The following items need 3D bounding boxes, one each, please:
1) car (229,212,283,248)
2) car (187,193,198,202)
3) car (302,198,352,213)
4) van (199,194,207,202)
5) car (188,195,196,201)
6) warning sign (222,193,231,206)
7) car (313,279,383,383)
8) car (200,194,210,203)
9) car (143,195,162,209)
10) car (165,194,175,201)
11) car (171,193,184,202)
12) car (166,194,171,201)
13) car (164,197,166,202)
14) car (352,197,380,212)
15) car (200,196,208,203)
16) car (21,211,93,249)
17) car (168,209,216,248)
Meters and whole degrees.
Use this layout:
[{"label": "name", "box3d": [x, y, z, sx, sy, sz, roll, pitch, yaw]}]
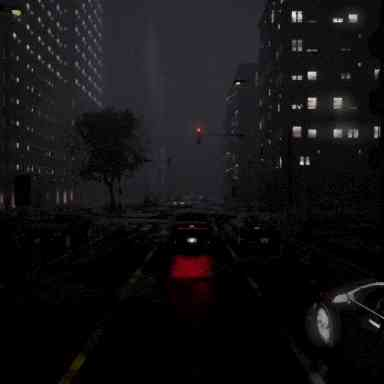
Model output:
[{"label": "car", "box3d": [2.689, 1.553, 14.498, 2.008, 1.369, 4.403, 0, 0, 0]}, {"label": "car", "box3d": [-0.001, 1.491, 72.877, 1.812, 1.442, 4.674, 0, 0, 0]}, {"label": "car", "box3d": [13.425, 1.356, 33.904, 4.403, 1.369, 2.008, -1, 1, -1]}, {"label": "van", "box3d": [2.688, 1.418, 80.024, 1.690, 1.788, 3.998, 0, 0, 0]}, {"label": "car", "box3d": [0.000, 1.465, 86.630, 2.128, 1.511, 4.902, 0, 0, 0]}, {"label": "warning sign", "box3d": [5.069, 1.147, 49.012, 1.300, 1.860, 1.060, 0, 0, 0]}, {"label": "car", "box3d": [2.689, 1.550, 3.432, 2.008, 1.369, 4.403, 0, 0, 0]}, {"label": "car", "box3d": [2.689, 1.624, 68.978, 1.947, 1.339, 4.313, 0, 0, 0]}, {"label": "car", "box3d": [-5.692, 1.345, 46.887, 2.192, 1.841, 5.009, 0, 0, 0]}, {"label": "car", "box3d": [-5.693, 1.402, 85.546, 2.192, 1.841, 5.009, 0, 0, 0]}, {"label": "car", "box3d": [-3.001, 1.290, 76.829, 2.150, 2.045, 5.566, 0, 0, 0]}, {"label": "car", "box3d": [-5.692, 1.642, 80.024, 1.947, 1.339, 4.313, 0, 0, 0]}, {"label": "car", "box3d": [-5.692, 1.602, 52.410, 1.947, 1.339, 4.313, 0, 0, 0]}, {"label": "car", "box3d": [18.822, 1.255, 33.959, 4.829, 1.417, 1.752, -1, 1, -1]}, {"label": "car", "box3d": [2.689, 1.592, 74.671, 1.752, 1.417, 4.829, 0, 0, 0]}, {"label": "car", "box3d": [-5.691, 1.547, 14.498, 1.887, 1.381, 4.507, 0, 0, 0]}, {"label": "car", "box3d": [0.000, 1.520, 14.650, 1.837, 1.490, 4.892, 0, 0, 0]}]
